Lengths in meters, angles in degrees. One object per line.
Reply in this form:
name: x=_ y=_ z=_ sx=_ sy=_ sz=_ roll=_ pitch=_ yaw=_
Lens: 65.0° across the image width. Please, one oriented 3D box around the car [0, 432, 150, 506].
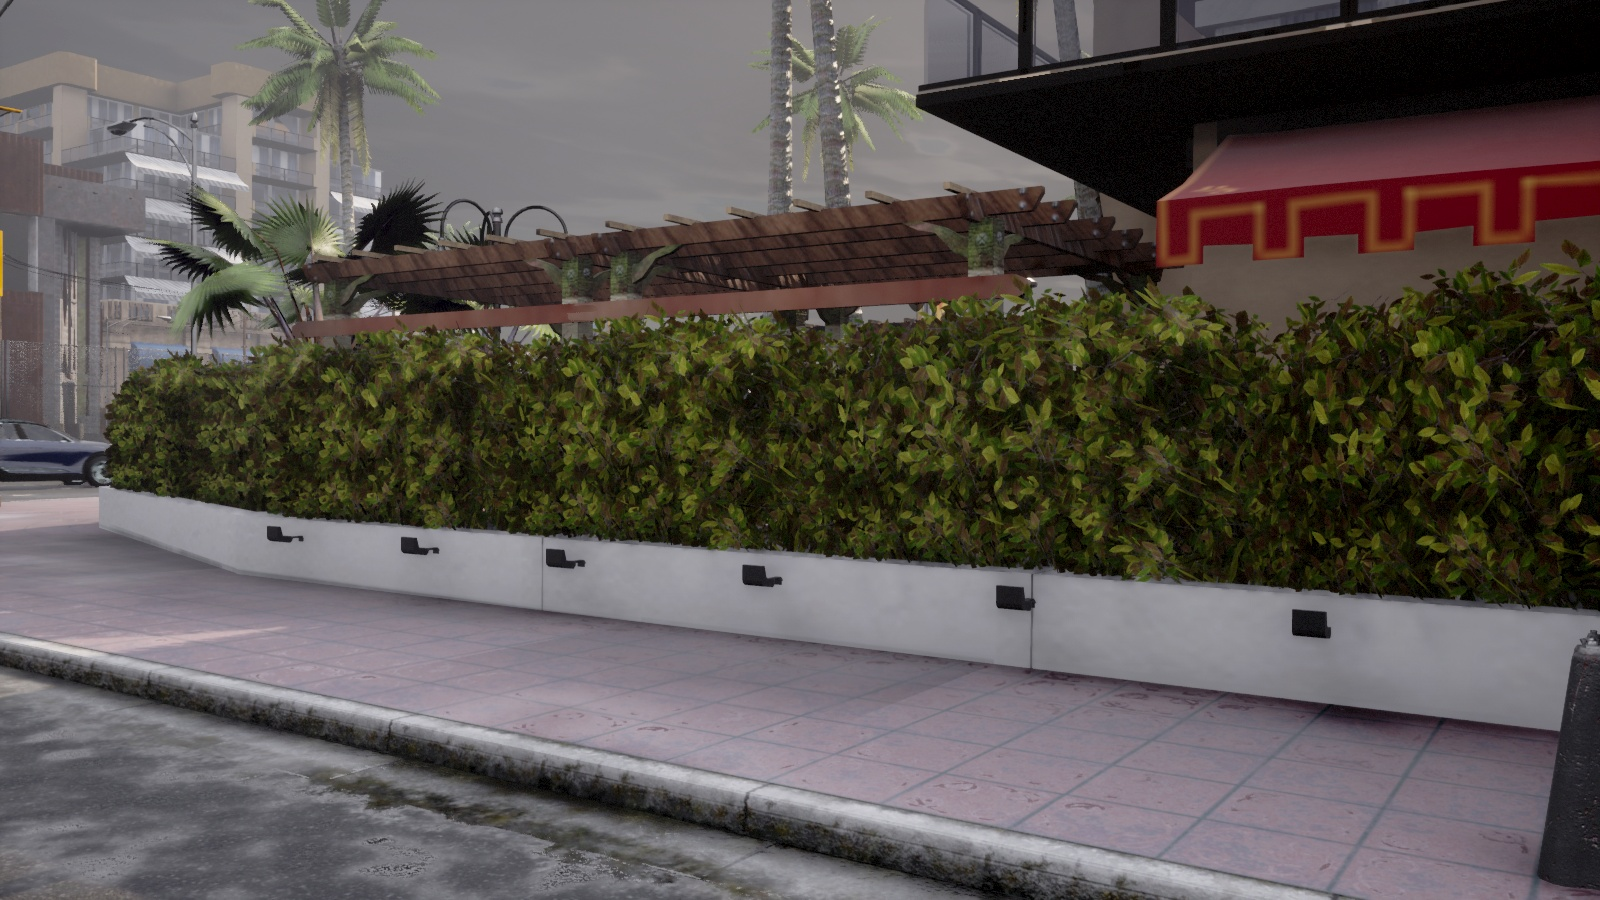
car: x=-18.343 y=0.422 z=29.673 sx=2.033 sy=1.649 sz=4.856 roll=0 pitch=1 yaw=39
